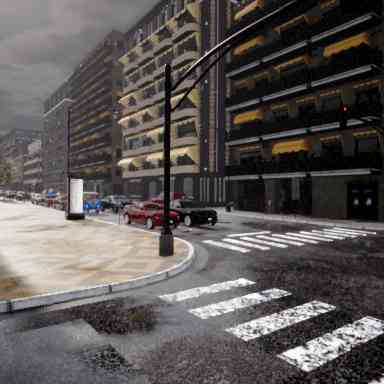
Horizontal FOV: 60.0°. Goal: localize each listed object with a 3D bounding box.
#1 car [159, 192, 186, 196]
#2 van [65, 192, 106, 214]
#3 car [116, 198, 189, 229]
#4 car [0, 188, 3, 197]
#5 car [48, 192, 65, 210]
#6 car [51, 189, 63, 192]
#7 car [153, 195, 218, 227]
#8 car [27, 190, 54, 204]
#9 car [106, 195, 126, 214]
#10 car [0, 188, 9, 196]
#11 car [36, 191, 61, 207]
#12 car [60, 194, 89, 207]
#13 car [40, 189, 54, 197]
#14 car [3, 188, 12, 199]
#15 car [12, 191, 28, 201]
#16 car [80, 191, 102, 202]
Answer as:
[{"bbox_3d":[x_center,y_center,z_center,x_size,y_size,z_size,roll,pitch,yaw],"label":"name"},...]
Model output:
[{"bbox_3d":[-2.300,0.936,33.170,2.192,1.841,5.009,2,0,-36],"label":"car"},{"bbox_3d":[-9.064,0.881,28.223,1.690,1.788,3.998,2,0,-36],"label":"van"},{"bbox_3d":[-2.401,1.261,19.085,1.887,1.381,4.507,2,0,-36],"label":"car"},{"bbox_3d":[-39.085,0.301,69.344,2.008,1.369,4.403,2,0,-36],"label":"car"},{"bbox_3d":[-12.405,0.997,32.793,1.887,1.381,4.507,2,0,-36],"label":"car"},{"bbox_3d":[-25.751,0.529,65.291,1.752,1.417,4.829,2,0,-36],"label":"car"},{"bbox_3d":[-0.412,1.216,20.728,1.882,1.535,5.008,1,0,-35],"label":"car"},{"bbox_3d":[-18.975,0.805,41.793,1.752,1.417,4.829,2,0,-36],"label":"car"},{"bbox_3d":[-6.521,1.069,29.107,2.128,1.511,4.902,1,0,-36],"label":"car"},{"bbox_3d":[-42.413,-0.022,73.913,2.192,1.841,5.009,2,0,-36],"label":"car"},{"bbox_3d":[-15.740,0.909,37.361,1.887,1.381,4.507,2,0,-36],"label":"car"},{"bbox_3d":[-13.918,0.983,39.259,1.895,1.301,4.718,1,1,-36],"label":"car"},{"bbox_3d":[-32.318,0.271,74.291,1.967,1.590,4.097,2,0,-36],"label":"car"},{"bbox_3d":[-32.415,0.470,60.206,1.887,1.381,4.507,2,0,-36],"label":"car"},{"bbox_3d":[-25.742,0.541,51.068,1.967,1.590,4.097,2,0,-36],"label":"car"},{"bbox_3d":[-15.643,0.710,51.446,1.967,1.590,4.097,2,0,-36],"label":"car"}]
